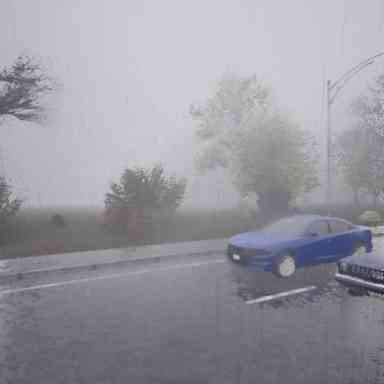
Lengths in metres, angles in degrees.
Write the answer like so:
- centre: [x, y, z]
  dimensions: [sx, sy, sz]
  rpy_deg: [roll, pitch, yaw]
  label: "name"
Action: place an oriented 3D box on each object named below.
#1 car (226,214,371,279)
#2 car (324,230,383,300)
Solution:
- centre: [3.335, 1.451, 10.072]
  dimensions: [5.008, 1.535, 1.882]
  rpy_deg: [0, 0, -30]
  label: "car"
- centre: [5.275, 1.588, 7.193]
  dimensions: [4.718, 1.301, 1.895]
  rpy_deg: [0, 0, -31]
  label: "car"
